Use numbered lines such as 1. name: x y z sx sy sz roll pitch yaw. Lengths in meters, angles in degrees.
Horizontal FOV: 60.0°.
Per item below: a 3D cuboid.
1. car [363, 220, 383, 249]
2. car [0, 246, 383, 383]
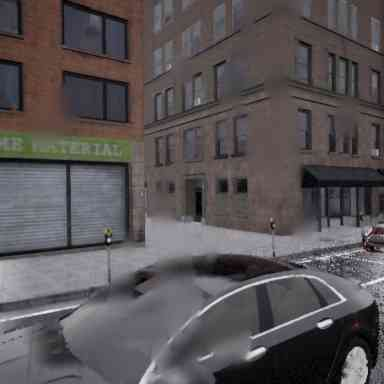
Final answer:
1. car: 8.157 1.439 12.428 4.097 1.590 1.967 0 -1 -35
2. car: 0.045 1.504 3.404 4.892 1.490 1.837 0 0 -35
